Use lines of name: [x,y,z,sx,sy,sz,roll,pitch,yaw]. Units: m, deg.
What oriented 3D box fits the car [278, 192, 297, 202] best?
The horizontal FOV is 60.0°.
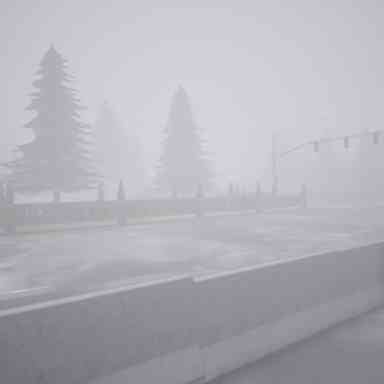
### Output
car: [13.764,0.722,47.078,1.812,1.442,4.674,-2,1,-35]
